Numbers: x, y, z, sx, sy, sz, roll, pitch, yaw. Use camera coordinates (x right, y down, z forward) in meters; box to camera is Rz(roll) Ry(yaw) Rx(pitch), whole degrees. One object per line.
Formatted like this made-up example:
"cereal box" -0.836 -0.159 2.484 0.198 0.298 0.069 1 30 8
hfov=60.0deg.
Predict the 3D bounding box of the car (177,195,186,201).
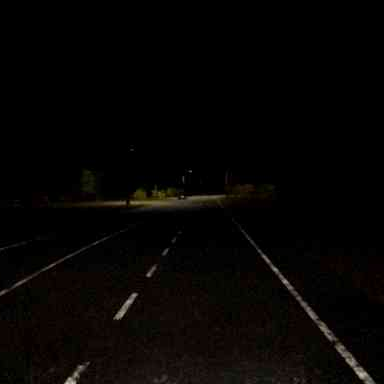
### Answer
"car" -2.504 1.421 82.176 2.033 1.411 5.357 -1 0 3
